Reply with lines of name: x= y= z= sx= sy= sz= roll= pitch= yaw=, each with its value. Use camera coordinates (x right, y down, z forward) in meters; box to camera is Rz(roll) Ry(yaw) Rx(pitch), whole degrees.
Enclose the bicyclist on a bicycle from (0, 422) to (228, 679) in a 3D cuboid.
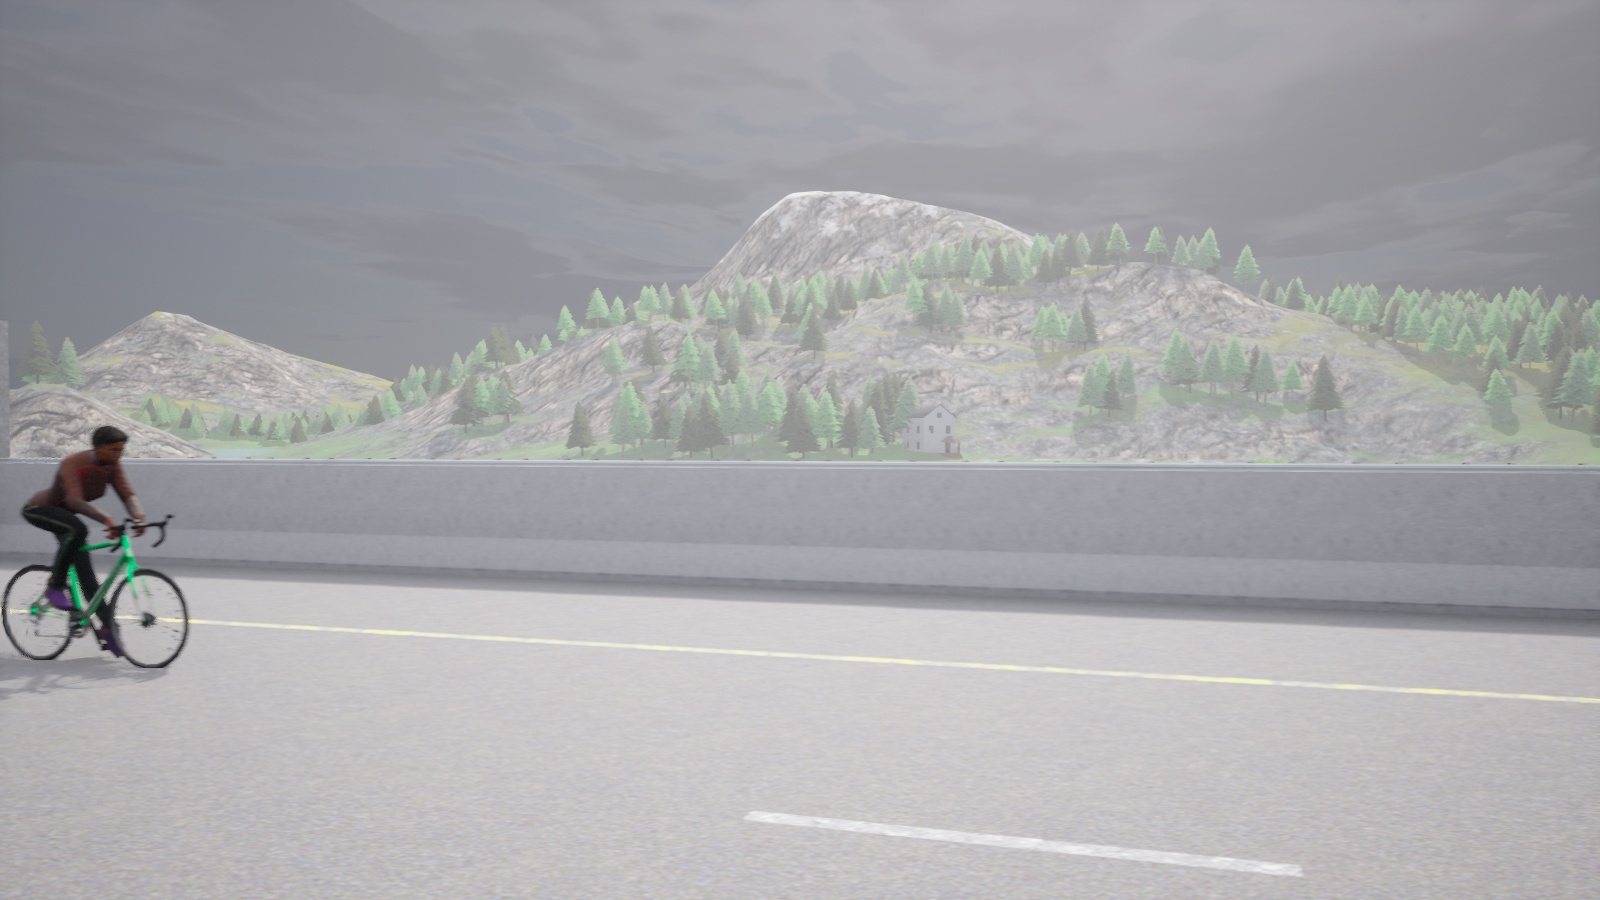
bicyclist on a bicycle: x=-4.749 y=0.626 z=8.481 sx=1.656 sy=1.620 sz=0.582 roll=1 pitch=1 yaw=19
